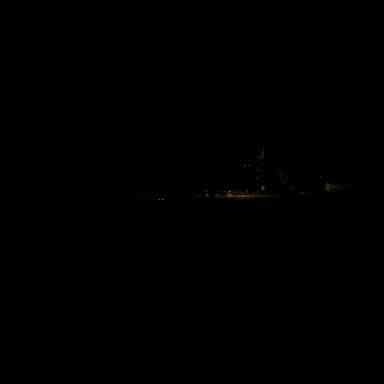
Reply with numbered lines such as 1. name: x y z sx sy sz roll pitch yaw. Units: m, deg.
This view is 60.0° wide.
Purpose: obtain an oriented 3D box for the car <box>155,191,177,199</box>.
1. car: -4.888 0.580 63.342 1.882 1.535 5.008 -2 0 36
